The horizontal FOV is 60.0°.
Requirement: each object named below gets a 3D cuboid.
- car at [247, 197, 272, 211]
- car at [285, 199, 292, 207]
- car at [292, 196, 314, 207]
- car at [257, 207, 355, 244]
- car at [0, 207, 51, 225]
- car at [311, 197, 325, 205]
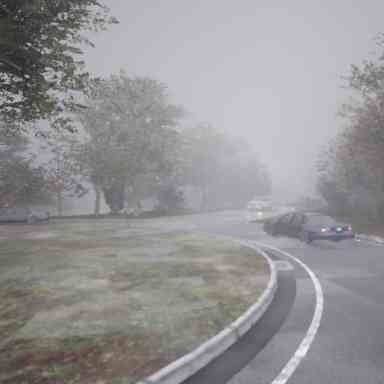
[{"bbox_3d":[9.882,1.719,48.441,2.150,2.045,5.566,-1,-1,31],"label":"car"},{"bbox_3d":[19.443,2.141,64.396,1.837,1.490,4.892,-1,-1,31],"label":"car"},{"bbox_3d":[19.771,1.755,58.039,2.150,2.045,5.566,-1,-1,32],"label":"car"},{"bbox_3d":[5.628,1.706,16.824,2.033,1.411,5.357,0,-1,-17],"label":"car"},{"bbox_3d":[-14.539,1.990,27.457,5.357,1.411,2.033,0,-1,-15],"label":"car"},{"bbox_3d":[26.073,1.919,68.717,1.882,1.535,5.008,-1,-1,31],"label":"car"}]
